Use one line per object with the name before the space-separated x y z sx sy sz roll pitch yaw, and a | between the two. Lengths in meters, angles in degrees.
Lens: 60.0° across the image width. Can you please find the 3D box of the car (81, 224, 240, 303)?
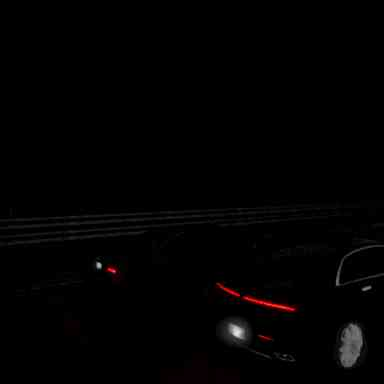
car | 0.157 1.519 8.170 5.357 1.411 2.033 -1 0 -35

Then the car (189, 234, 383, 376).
car | 2.525 1.472 5.558 4.892 1.490 1.837 0 0 -36
